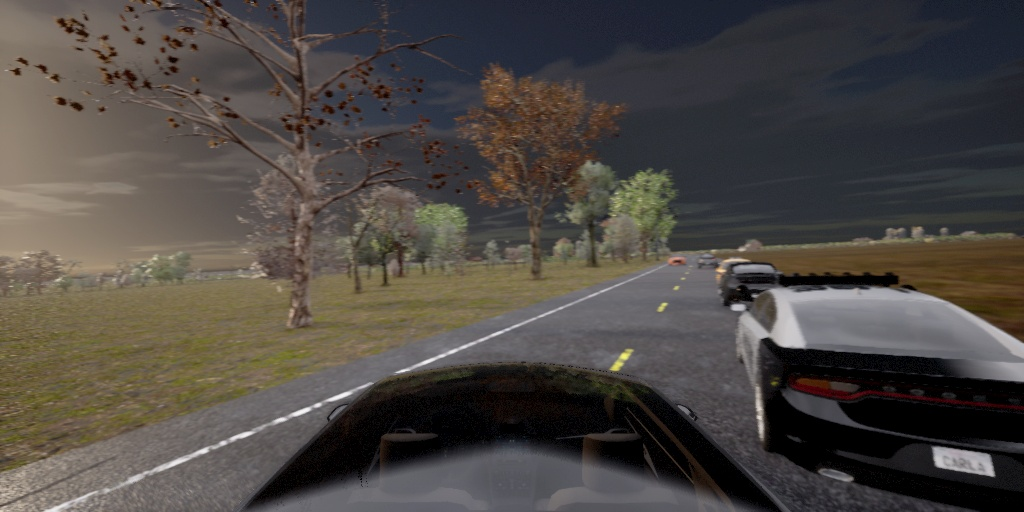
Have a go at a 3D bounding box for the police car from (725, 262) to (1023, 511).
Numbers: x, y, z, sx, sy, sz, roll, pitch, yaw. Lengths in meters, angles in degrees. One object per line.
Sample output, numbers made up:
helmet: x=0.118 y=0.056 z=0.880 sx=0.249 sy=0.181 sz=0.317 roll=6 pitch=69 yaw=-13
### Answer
police car: x=3.999 y=1.020 z=4.486 sx=1.930 sy=1.638 sz=5.238 roll=-3 pitch=0 yaw=28

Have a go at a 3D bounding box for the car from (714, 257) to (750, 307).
car: x=8.706 y=0.954 z=13.196 sx=1.837 sy=1.490 sz=4.892 roll=-3 pitch=0 yaw=28

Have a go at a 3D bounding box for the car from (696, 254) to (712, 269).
car: x=21.734 y=0.567 z=39.882 sx=2.128 sy=1.511 sz=4.902 roll=-3 pitch=0 yaw=28

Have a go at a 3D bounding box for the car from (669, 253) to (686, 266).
car: x=23.567 y=0.429 z=51.063 sx=2.097 sy=1.767 sz=4.553 roll=-3 pitch=0 yaw=27

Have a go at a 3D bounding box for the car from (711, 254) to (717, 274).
car: x=11.633 y=0.815 z=18.656 sx=1.801 sy=1.575 sz=5.366 roll=-3 pitch=0 yaw=28
